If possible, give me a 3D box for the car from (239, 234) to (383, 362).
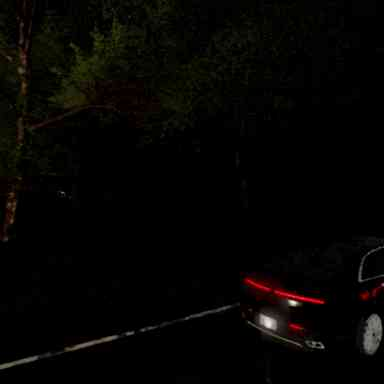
[{"bbox_3d":[3.034,1.532,5.979,4.892,1.490,1.837,0,0,-35],"label":"car"}]
